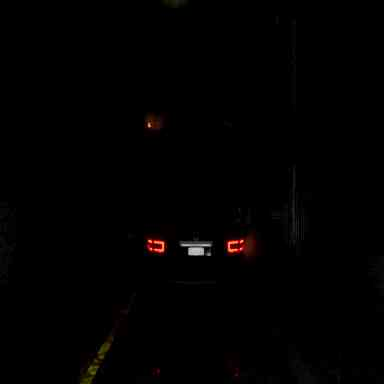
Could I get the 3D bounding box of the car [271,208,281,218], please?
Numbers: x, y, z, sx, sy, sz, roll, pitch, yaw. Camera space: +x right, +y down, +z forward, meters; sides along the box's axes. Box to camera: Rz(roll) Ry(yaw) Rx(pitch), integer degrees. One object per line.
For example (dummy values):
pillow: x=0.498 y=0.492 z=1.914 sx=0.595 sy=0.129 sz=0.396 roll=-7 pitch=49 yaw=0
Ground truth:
car: x=9.047 y=1.588 z=27.633 sx=4.718 sy=1.301 sz=1.895 roll=0 pitch=0 yaw=-10

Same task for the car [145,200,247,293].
car: x=0.079 y=1.222 z=9.010 sx=2.150 sy=2.045 sz=5.566 roll=0 pitch=0 yaw=0
